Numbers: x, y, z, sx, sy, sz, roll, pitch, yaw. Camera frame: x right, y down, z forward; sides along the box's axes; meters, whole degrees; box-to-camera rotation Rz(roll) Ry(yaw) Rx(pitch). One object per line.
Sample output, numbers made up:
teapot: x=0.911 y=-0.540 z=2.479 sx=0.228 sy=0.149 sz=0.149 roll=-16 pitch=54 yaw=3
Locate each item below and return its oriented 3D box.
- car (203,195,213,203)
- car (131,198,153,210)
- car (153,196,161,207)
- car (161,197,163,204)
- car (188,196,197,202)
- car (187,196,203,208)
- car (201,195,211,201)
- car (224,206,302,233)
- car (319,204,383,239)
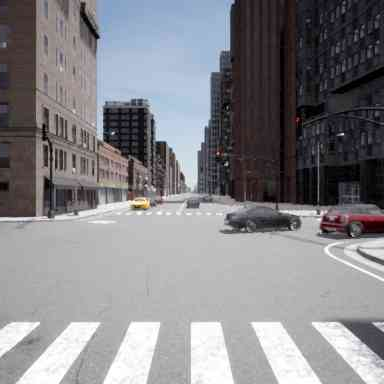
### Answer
car: x=3.391 y=1.525 z=70.952 sx=2.128 sy=1.511 sz=4.902 roll=0 pitch=0 yaw=0
car: x=-6.514 y=1.481 z=42.186 sx=1.882 sy=1.535 sz=5.008 roll=0 pitch=0 yaw=0
car: x=-6.481 y=1.569 z=51.436 sx=1.994 sy=1.385 sz=4.181 roll=0 pitch=0 yaw=1
car: x=-6.440 y=1.482 z=61.857 sx=1.882 sy=1.535 sz=5.008 roll=0 pitch=0 yaw=0
car: x=0.148 y=1.553 z=74.623 sx=1.994 sy=1.385 sz=4.181 roll=0 pitch=0 yaw=0
car: x=0.181 y=1.496 z=48.697 sx=2.128 sy=1.511 sz=4.902 roll=0 pitch=0 yaw=0
car: x=3.411 y=1.492 z=81.372 sx=2.128 sy=1.511 sz=4.902 roll=0 pitch=0 yaw=0
car: x=4.124 y=1.544 z=19.427 sx=4.674 sy=1.442 sz=1.812 roll=0 pitch=-1 yaw=-20
car: x=9.174 y=1.430 z=17.747 sx=4.553 sy=1.767 sz=2.097 roll=1 pitch=0 yaw=-19
